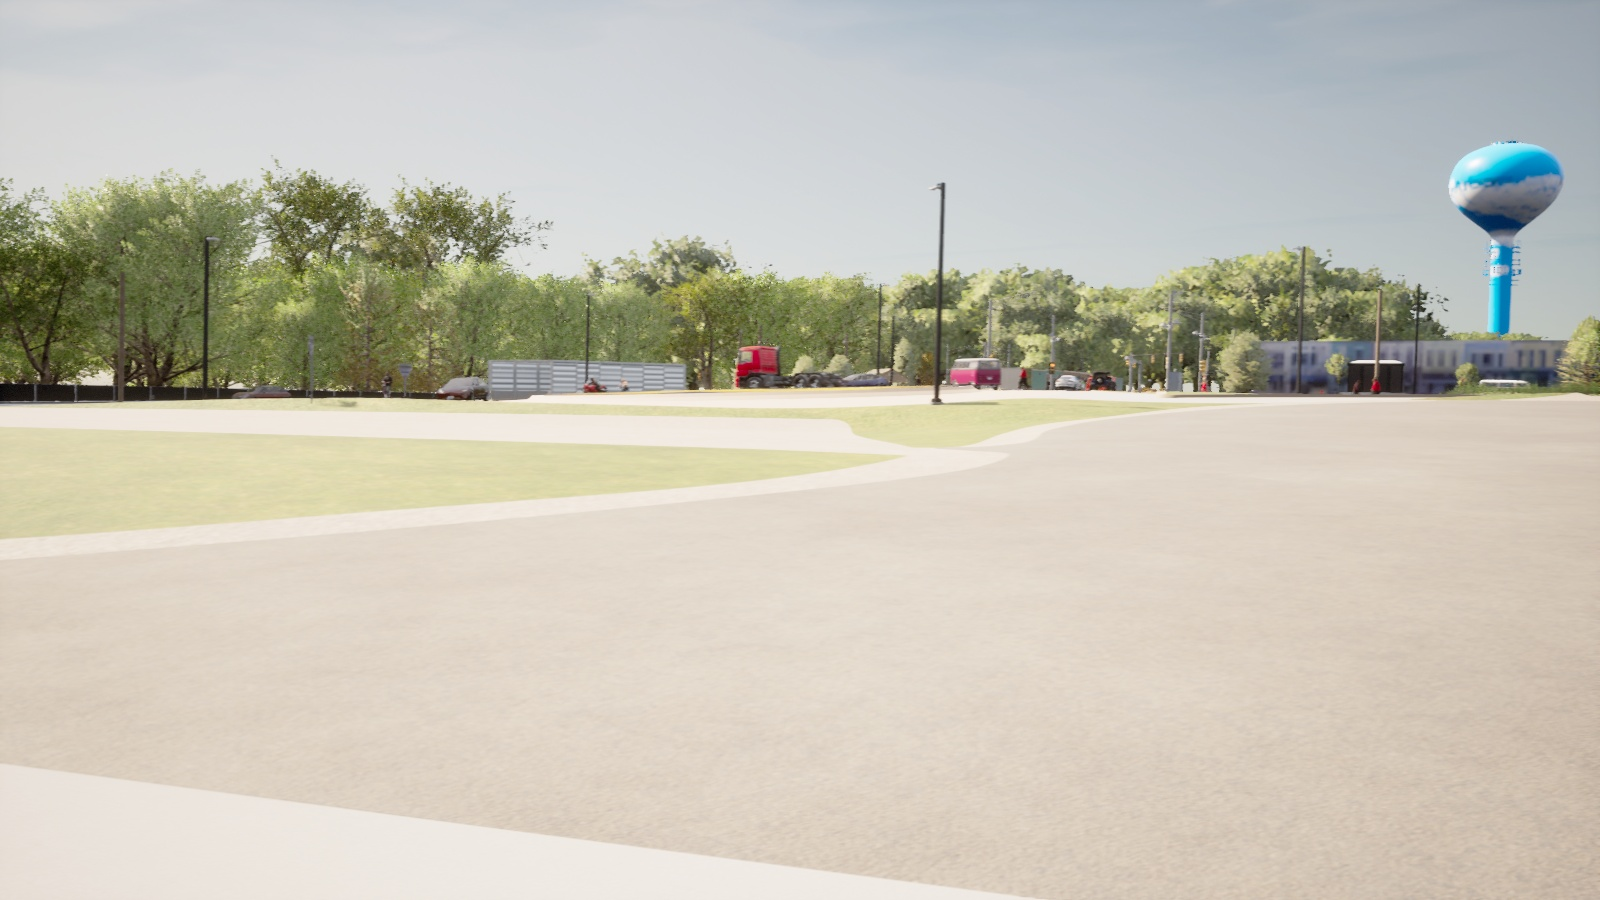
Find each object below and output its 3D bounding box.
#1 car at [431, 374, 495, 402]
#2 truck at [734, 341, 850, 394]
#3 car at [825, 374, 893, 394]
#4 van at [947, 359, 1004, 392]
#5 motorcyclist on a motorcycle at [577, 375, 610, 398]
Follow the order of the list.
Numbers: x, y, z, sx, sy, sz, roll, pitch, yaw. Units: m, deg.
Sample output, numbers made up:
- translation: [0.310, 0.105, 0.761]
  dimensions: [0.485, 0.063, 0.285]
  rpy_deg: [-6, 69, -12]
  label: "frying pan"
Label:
- translation: [-19.478, -3.617, 72.868]
  dimensions: [2.163, 1.488, 4.792]
  rpy_deg: [-2, 3, 3]
  label: "car"
- translation: [-0.642, -5.830, 89.996]
  dimensions: [7.936, 3.462, 2.891]
  rpy_deg: [1, 1, 30]
  label: "truck"
- translation: [4.565, -5.111, 97.017]
  dimensions: [4.792, 1.488, 2.163]
  rpy_deg: [-2, 5, -24]
  label: "car"
- translation: [10.949, -4.655, 78.744]
  dimensions: [1.775, 1.987, 4.442]
  rpy_deg: [0, 3, -17]
  label: "van"
- translation: [-13.943, -4.282, 84.949]
  dimensions: [0.797, 1.523, 2.044]
  rpy_deg: [-3, 0, 44]
  label: "motorcyclist on a motorcycle"
